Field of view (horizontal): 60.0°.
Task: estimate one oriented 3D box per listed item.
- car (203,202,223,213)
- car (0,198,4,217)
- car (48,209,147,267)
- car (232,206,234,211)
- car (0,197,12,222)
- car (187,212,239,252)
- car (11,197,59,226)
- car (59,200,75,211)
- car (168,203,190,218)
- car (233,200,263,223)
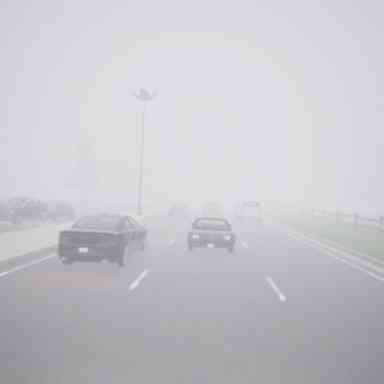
[{"bbox_3d":[2.358,1.856,36.989,2.097,1.767,4.553,3,-1,5],"label":"car"},{"bbox_3d":[-13.942,0.980,20.339,1.895,1.301,4.718,3,-1,3],"label":"car"},{"bbox_3d":[-2.833,1.472,11.572,1.882,1.535,5.008,3,-1,3],"label":"car"},{"bbox_3d":[6.372,2.285,43.462,1.812,1.442,4.674,3,0,5],"label":"car"},{"bbox_3d":[-10.841,0.881,14.640,2.150,2.045,5.566,3,-1,4],"label":"car"},{"bbox_3d":[0.859,1.802,15.031,1.895,1.301,4.718,3,-1,3],"label":"car"},{"bbox_3d":[-10.446,1.048,20.164,2.128,1.511,4.902,3,1,3],"label":"car"},{"bbox_3d":[-10.234,1.330,24.753,1.812,1.442,4.674,3,0,4],"label":"car"},{"bbox_3d":[-1.335,1.862,34.967,2.033,1.411,5.357,3,-1,5],"label":"car"},{"bbox_3d":[5.482,1.818,32.076,2.150,2.045,5.566,3,-1,5],"label":"car"}]
